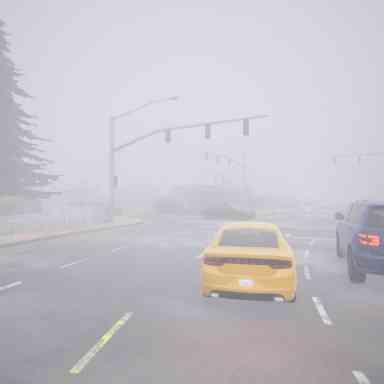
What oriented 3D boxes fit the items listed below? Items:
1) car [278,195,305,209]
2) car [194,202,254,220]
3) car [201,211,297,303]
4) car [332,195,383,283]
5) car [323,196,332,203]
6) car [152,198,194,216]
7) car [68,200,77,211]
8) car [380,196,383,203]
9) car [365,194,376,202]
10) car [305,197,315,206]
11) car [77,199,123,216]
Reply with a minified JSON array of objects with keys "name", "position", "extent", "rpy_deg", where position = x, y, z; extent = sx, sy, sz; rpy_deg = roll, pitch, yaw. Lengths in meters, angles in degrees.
[{"name":"car","position":[13.304,1.547,45.136],"extent":[2.033,1.411,5.357],"rpy_deg":[0,0,31]},{"name":"car","position":[2.824,1.566,26.405],"extent":[4.674,1.442,1.812],"rpy_deg":[0,0,32]},{"name":"car","position":[1.483,1.478,8.390],"extent":[1.882,1.535,5.008],"rpy_deg":[0,0,12]},{"name":"car","position":[5.446,1.221,9.425],"extent":[2.150,2.045,5.566],"rpy_deg":[0,0,19]},{"name":"car","position":[29.347,1.525,71.200],"extent":[2.128,1.511,4.902],"rpy_deg":[0,0,31]},{"name":"car","position":[-1.783,1.407,33.544],"extent":[4.553,1.767,2.097],"rpy_deg":[0,0,29]},{"name":"car","position":[-13.017,1.581,40.367],"extent":[4.674,1.442,1.812],"rpy_deg":[0,0,32]},{"name":"car","position":[40.442,1.540,69.221],"extent":[2.033,1.411,5.357],"rpy_deg":[0,0,31]},{"name":"car","position":[42.761,1.355,79.727],"extent":[2.097,1.767,4.553],"rpy_deg":[0,0,31]},{"name":"car","position":[18.654,1.525,53.873],"extent":[1.812,1.442,4.674],"rpy_deg":[0,0,32]},{"name":"car","position":[-9.196,1.581,33.872],"extent":[4.674,1.442,1.812],"rpy_deg":[0,0,32]}]
